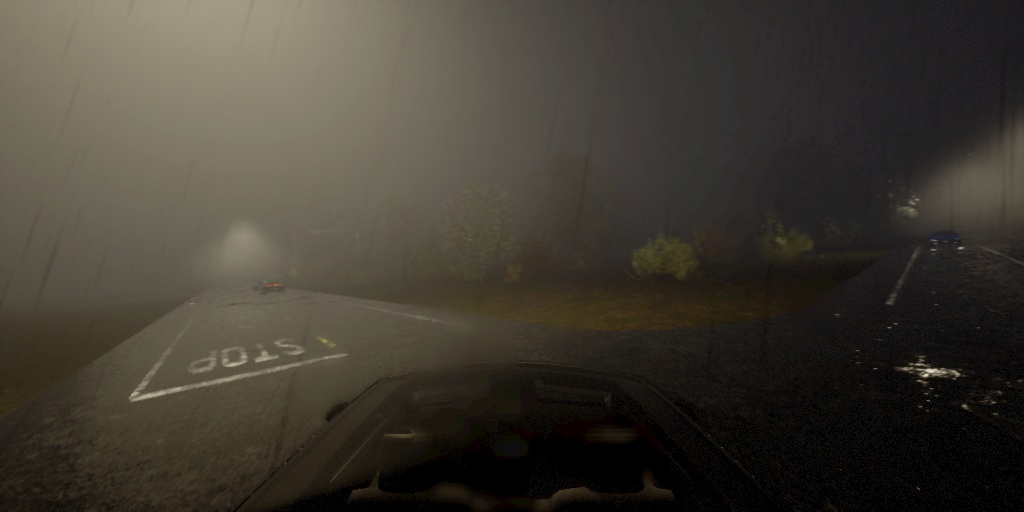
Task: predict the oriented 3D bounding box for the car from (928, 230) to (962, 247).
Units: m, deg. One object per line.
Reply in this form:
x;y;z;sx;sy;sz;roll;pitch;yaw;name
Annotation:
41.938;-1.721;34.754;5.008;1.535;1.882;-4;0;-40;car

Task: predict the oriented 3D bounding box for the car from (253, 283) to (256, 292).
-31.728;3.812;45.791;1.994;1.385;4.181;-4;0;-39;car

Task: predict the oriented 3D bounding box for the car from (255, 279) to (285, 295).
-25.156;3.228;37.625;2.128;1.511;4.902;-4;0;-39;car
